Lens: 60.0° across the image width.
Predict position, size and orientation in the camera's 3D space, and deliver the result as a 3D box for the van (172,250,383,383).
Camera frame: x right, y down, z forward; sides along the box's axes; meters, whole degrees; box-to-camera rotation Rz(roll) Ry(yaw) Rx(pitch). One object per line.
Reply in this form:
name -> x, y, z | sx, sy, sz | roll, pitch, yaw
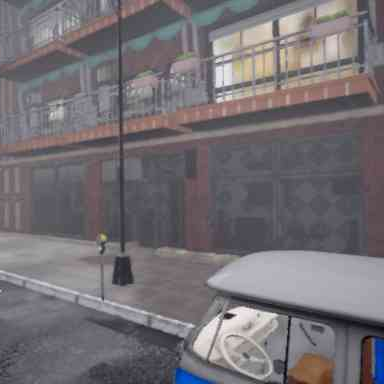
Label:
van -> 1.686, 1.342, 1.694 | 3.998, 1.788, 1.690 | 0, -1, 36
